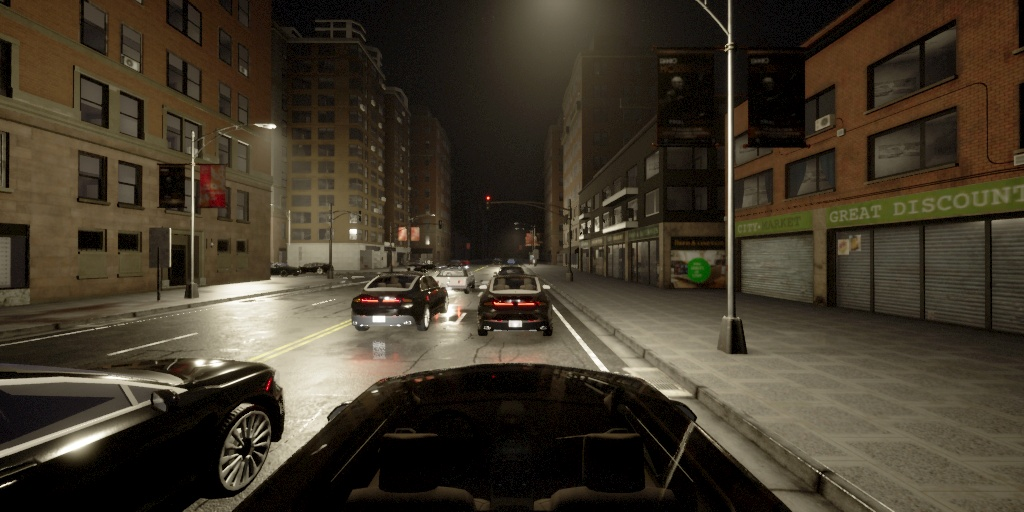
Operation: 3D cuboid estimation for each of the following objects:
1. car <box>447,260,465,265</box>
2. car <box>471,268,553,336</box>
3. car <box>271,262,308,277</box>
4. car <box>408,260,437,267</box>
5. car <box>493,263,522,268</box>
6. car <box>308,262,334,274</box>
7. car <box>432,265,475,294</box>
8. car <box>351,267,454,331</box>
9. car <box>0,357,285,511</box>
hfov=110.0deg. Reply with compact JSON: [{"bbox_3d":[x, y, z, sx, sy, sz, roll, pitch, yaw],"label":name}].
[{"bbox_3d":[-9.951,1.325,62.043,2.033,1.411,5.357,0,0,0],"label":"car"},{"bbox_3d":[0.081,1.256,10.372,1.837,1.490,4.892,0,0,0],"label":"car"},{"bbox_3d":[-22.612,1.316,34.555,4.181,1.385,1.994,0,0,0],"label":"car"},{"bbox_3d":[-10.717,1.257,42.971,2.128,1.511,4.902,0,0,13],"label":"car"},{"bbox_3d":[-0.036,1.278,19.628,1.812,1.442,4.674,0,0,0],"label":"car"},{"bbox_3d":[-22.230,1.347,40.036,4.313,1.339,1.948,0,0,0],"label":"car"},{"bbox_3d":[-3.190,1.354,20.275,1.895,1.301,4.718,0,0,0],"label":"car"},{"bbox_3d":[-3.171,1.256,10.962,1.837,1.490,4.892,0,0,0],"label":"car"},{"bbox_3d":[-3.153,1.242,1.574,2.128,1.511,4.902,0,0,0],"label":"car"}]
